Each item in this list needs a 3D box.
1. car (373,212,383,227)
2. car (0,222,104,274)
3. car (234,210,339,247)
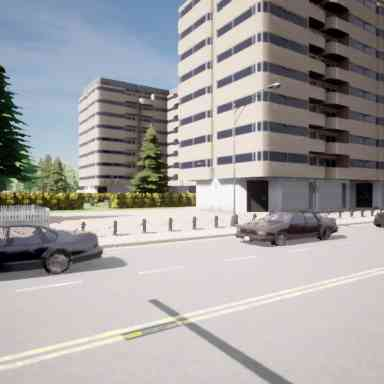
[{"bbox_3d":[13.401,1.563,21.098,4.181,1.385,1.994,0,0,-32],"label":"car"},{"bbox_3d":[-5.240,1.548,9.138,5.357,1.411,2.033,0,0,-30],"label":"car"},{"bbox_3d":[4.508,1.547,15.308,5.357,1.411,2.033,0,0,-33],"label":"car"}]
